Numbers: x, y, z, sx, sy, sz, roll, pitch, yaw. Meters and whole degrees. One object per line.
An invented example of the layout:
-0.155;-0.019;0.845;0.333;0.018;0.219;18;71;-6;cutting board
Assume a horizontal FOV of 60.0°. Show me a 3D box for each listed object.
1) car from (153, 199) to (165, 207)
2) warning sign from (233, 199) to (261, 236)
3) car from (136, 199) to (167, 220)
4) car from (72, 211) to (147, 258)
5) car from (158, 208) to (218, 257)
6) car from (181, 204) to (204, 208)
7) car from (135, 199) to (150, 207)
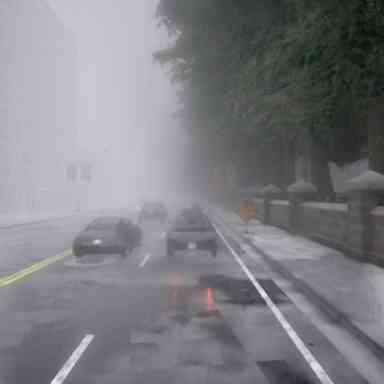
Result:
-6.514;2.100;65.650;1.882;1.535;5.008;0;0;0;car
2.847;1.286;17.382;1.300;1.860;1.060;0;-1;0;warning sign
-3.229;1.626;28.434;2.097;1.767;4.553;0;-1;1;car
-3.226;1.696;13.419;1.994;1.385;4.181;0;0;0;car
0.022;1.625;13.515;2.128;1.511;4.902;0;0;1;car
0.030;1.760;29.260;1.882;1.535;5.008;0;0;1;car
-9.765;2.123;65.685;2.128;1.511;4.902;0;0;0;car
